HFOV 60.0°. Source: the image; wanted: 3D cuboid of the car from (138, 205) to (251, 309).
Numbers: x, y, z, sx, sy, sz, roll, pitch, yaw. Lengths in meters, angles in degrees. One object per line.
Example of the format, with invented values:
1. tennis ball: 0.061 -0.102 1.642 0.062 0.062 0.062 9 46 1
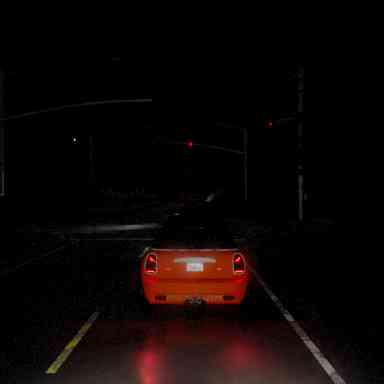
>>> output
1. car: 0.059 1.352 8.026 2.097 1.767 4.553 0 0 0

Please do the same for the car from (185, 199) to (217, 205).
1. car: 0.377 1.485 23.473 4.902 1.511 2.128 0 -1 -31

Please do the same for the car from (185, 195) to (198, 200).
1. car: -0.064 1.352 55.779 2.097 1.767 4.553 0 0 -1
